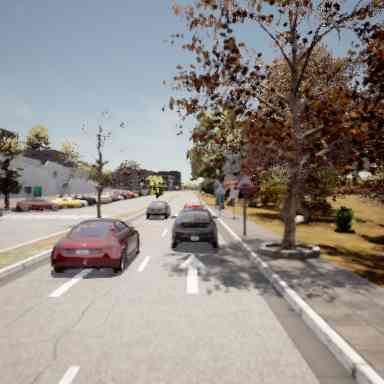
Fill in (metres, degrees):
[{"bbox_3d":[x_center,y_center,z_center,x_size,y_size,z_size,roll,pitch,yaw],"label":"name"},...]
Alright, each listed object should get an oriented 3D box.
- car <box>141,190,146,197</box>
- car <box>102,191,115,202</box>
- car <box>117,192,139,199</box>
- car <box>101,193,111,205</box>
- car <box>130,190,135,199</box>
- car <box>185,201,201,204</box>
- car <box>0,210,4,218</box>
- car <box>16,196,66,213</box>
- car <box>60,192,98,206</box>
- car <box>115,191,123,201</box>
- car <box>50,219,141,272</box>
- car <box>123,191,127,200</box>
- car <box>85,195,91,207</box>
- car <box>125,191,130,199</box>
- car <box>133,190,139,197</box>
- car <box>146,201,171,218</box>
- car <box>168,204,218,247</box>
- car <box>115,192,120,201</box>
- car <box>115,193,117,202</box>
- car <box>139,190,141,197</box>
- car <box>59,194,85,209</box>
[{"bbox_3d":[-16.793,0.511,93.842,5.566,2.045,2.435,-1,1,-20],"label":"car"},{"bbox_3d":[-16.832,1.073,57.833,5.566,2.045,2.435,-1,1,-20],"label":"car"},{"bbox_3d":[-16.945,0.851,87.795,5.366,1.575,1.946,-1,1,-20],"label":"car"},{"bbox_3d":[-16.635,1.348,54.908,5.366,1.575,1.946,-1,0,-20],"label":"car"},{"bbox_3d":[-16.755,1.028,78.875,4.792,1.488,2.163,-1,1,-20],"label":"car"},{"bbox_3d":[0.115,1.553,32.821,1.895,1.301,4.718,0,0,0],"label":"car"},{"bbox_3d":[-16.813,1.489,24.832,4.792,1.488,2.163,-1,0,-20],"label":"car"},{"bbox_3d":[-16.800,1.467,36.838,4.792,1.488,2.163,-1,0,-20],"label":"car"},{"bbox_3d":[-16.791,1.149,48.853,5.566,2.045,2.435,-1,0,-20],"label":"car"},{"bbox_3d":[-16.826,1.080,66.846,4.553,1.767,2.185,-1,1,-20],"label":"car"},{"bbox_3d":[-2.895,1.553,10.804,1.994,1.385,4.181,0,0,0],"label":"car"},{"bbox_3d":[-16.793,1.197,69.859,4.674,1.452,2.002,-1,1,-20],"label":"car"},{"bbox_3d":[-16.821,1.453,45.835,4.674,1.452,2.002,-1,0,-20],"label":"car"},{"bbox_3d":[-16.781,1.106,72.858,5.008,1.535,2.097,-1,1,-20],"label":"car"},{"bbox_3d":[-16.757,0.696,81.873,5.566,2.045,2.435,-1,1,-20],"label":"car"},{"bbox_3d":[-2.887,1.506,29.174,2.033,1.411,5.357,0,0,0],"label":"car"},{"bbox_3d":[0.107,1.487,14.904,1.837,1.490,4.892,0,0,0],"label":"car"},{"bbox_3d":[-16.800,1.293,63.860,4.674,1.452,2.002,-1,0,-20],"label":"car"},{"bbox_3d":[-16.826,1.318,60.835,4.792,1.488,2.163,-1,1,-20],"label":"car"},{"bbox_3d":[-16.601,0.890,84.928,5.366,1.575,1.946,-1,1,-20],"label":"car"},{"bbox_3d":[-16.992,1.424,42.762,5.366,1.575,1.946,-1,0,-20],"label":"car"}]
